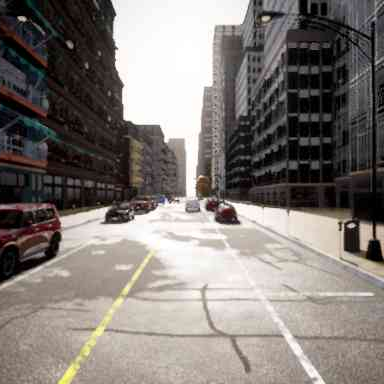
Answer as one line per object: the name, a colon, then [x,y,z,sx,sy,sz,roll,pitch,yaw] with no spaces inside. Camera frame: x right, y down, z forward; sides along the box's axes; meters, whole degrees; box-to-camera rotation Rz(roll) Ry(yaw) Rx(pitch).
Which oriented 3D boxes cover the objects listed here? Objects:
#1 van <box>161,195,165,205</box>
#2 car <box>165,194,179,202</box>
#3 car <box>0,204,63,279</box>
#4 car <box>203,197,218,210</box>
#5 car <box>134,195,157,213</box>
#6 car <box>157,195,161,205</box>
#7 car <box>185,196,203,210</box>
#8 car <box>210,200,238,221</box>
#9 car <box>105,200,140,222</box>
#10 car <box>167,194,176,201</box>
van: [-5.675,1.450,59.951,1.690,1.788,3.998,1,0,0]
car: [-3.015,1.343,57.632,2.128,1.511,4.902,0,0,0]
car: [-5.681,1.320,10.242,2.192,1.841,5.009,1,0,0]
car: [2.695,1.500,43.383,1.967,1.590,4.097,1,0,0]
car: [-5.694,1.363,37.859,2.192,1.841,5.009,1,0,0]
car: [-5.698,1.375,43.381,2.192,1.841,5.009,1,0,0]
car: [0.089,1.584,42.687,1.812,1.442,4.674,0,0,0]
car: [2.691,1.609,26.813,1.802,1.307,4.206,1,0,0]
car: [-5.689,1.593,26.812,1.947,1.339,4.313,1,0,0]
car: [-5.706,1.565,92.357,2.192,1.841,5.009,0,0,0]
